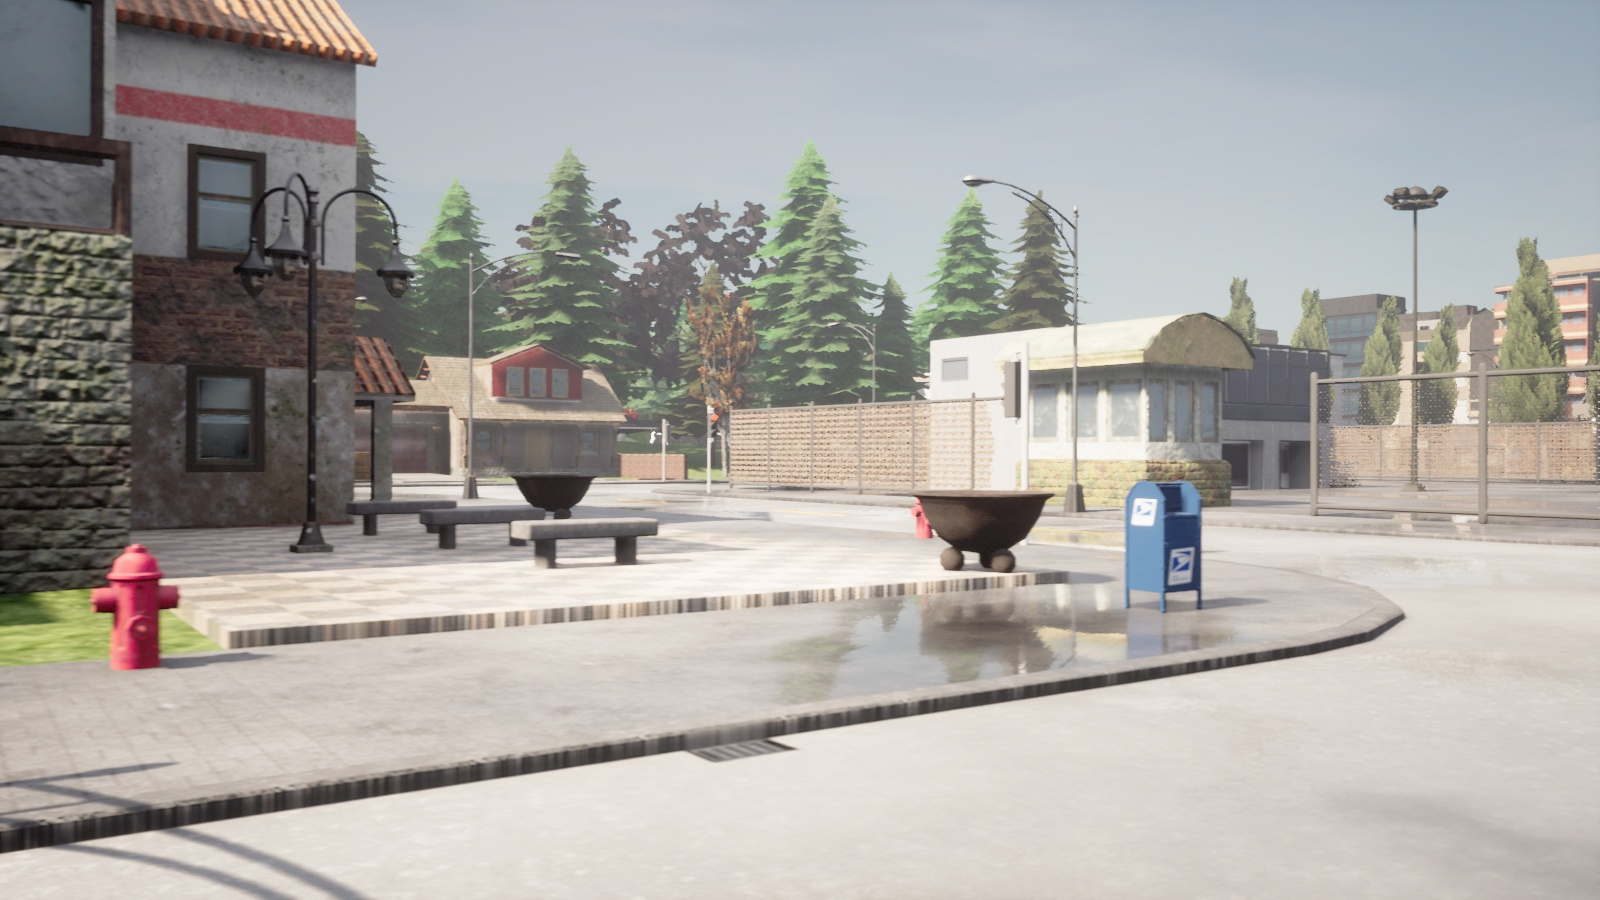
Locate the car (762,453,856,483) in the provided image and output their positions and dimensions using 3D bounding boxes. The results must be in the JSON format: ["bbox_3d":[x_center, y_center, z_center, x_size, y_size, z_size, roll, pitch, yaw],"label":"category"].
[{"bbox_3d":[0.469,0.906,64.501,4.514,1.525,2.007,0,0,-35],"label":"car"}]
